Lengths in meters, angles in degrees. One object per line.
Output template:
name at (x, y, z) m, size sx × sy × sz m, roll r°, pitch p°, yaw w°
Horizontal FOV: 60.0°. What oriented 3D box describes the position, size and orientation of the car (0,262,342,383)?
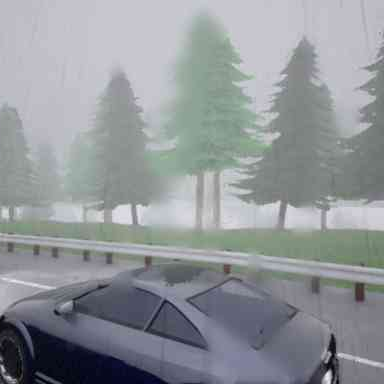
car at (-0.513, 1.585, 3.957) m, size 4.181 × 1.385 × 1.994 m, roll -1°, pitch 0°, yaw 34°
